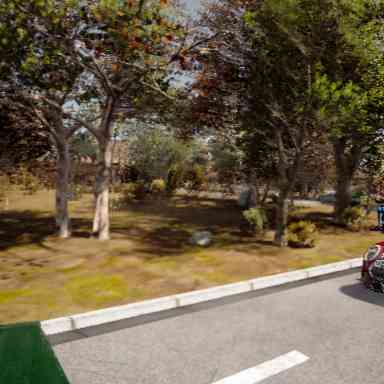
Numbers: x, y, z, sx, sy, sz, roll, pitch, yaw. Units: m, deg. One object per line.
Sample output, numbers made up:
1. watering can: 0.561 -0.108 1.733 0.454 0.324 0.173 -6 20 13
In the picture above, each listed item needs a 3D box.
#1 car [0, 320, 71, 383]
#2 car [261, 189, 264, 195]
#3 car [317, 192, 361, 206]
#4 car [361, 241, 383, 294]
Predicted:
1. car: -3.089 1.565 1.592 4.718 1.301 1.895 0 0 -34
2. car: 7.466 -0.502 45.748 2.150 2.045 5.566 2 3 -32
3. car: 14.979 0.646 33.933 1.994 1.385 4.181 2 2 -32
4. car: 5.924 1.337 7.654 4.553 1.767 2.097 0 1 -34
